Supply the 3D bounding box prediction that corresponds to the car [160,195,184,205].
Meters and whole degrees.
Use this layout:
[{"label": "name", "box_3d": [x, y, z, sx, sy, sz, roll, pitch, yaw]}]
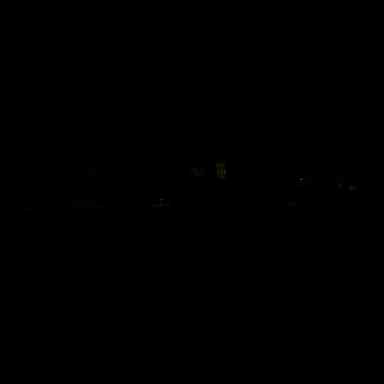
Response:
[{"label": "car", "box_3d": [-3.917, 1.571, 66.303, 2.150, 2.045, 5.566, 0, -1, 35]}]
